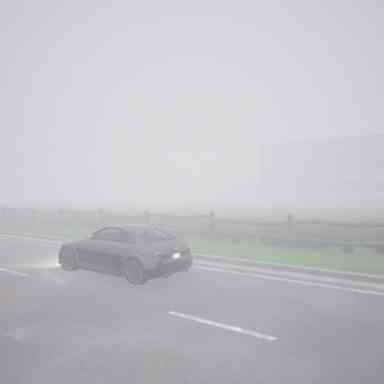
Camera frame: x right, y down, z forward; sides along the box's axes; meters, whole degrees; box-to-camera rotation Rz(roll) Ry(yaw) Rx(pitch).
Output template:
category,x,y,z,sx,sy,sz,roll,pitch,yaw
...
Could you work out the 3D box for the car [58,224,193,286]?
category,x,y,z,sx,sy,sz,roll,pitch,yaw
car,-2.029,1.632,9.736,4.181,1.385,1.994,-1,0,36
